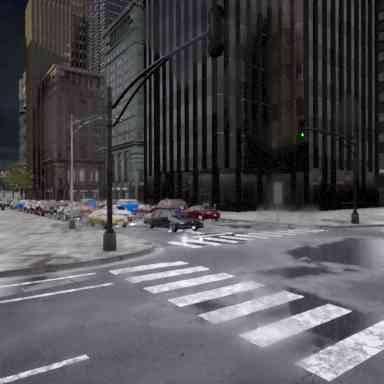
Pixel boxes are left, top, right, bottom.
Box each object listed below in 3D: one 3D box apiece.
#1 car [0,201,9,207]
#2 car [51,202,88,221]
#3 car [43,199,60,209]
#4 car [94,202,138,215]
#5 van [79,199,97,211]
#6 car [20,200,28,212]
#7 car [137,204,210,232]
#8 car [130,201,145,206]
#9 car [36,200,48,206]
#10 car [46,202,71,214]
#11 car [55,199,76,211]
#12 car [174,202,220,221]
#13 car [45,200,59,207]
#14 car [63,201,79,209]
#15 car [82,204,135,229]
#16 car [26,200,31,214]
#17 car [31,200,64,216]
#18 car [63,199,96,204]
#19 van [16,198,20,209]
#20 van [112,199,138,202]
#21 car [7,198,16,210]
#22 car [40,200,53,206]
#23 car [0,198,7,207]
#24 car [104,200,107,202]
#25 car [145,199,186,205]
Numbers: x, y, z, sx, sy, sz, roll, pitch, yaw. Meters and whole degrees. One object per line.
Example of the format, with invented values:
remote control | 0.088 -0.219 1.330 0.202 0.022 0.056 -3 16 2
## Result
car | -44.332 2.773 78.092 1.802 1.307 4.206 -1 0 -35
car | -11.986 2.004 32.515 2.008 1.369 4.403 -1 0 -35
car | -27.011 2.240 63.831 2.097 1.767 4.553 0 -1 -35
car | -7.012 1.902 30.122 1.812 1.442 4.674 0 -1 -35
van | -17.012 2.038 54.384 1.690 1.788 3.998 -1 0 -35
car | -23.299 2.158 48.452 1.967 1.590 4.097 -1 0 -35
car | -1.414 1.791 22.180 2.033 1.411 5.357 0 -1 -35
car | -5.249 2.004 37.777 1.802 1.307 4.206 -1 0 -35
car | -37.684 2.711 83.454 2.008 1.369 4.403 -1 0 -35
car | -18.871 2.146 46.918 2.128 1.511 4.902 0 -1 -35
car | -21.289 2.109 55.784 2.097 1.767 4.553 0 -1 -36
car | 0.630 1.828 29.473 1.887 1.381 4.507 -1 0 -35
car | -31.662 2.596 74.969 1.947 1.339 4.313 -1 0 -35
car | -22.630 2.408 62.242 1.802 1.307 4.206 -1 0 -35
car | -6.233 1.843 24.408 1.752 1.417 4.829 -1 0 -35
car | -20.470 2.197 44.468 1.887 1.381 4.507 -1 0 -35
car | -17.647 1.901 40.484 2.192 1.841 5.009 -1 0 -35
car | -12.890 1.867 38.417 2.097 1.767 4.553 0 -1 -35
van | -26.129 2.124 52.436 1.690 1.788 3.998 -1 0 -35
van | -8.194 1.833 41.929 1.690 1.788 3.998 -1 0 -35
car | -31.886 2.355 60.550 1.967 1.590 4.097 -1 0 -35
car | -34.674 2.662 79.212 1.947 1.339 4.313 -1 0 -35
car | -41.221 2.668 73.707 1.887 1.381 4.507 -1 0 -35
car | -11.133 1.875 46.080 2.192 1.841 5.009 -1 0 -35
car | -2.315 1.668 33.625 2.192 1.841 5.009 -1 0 -35
